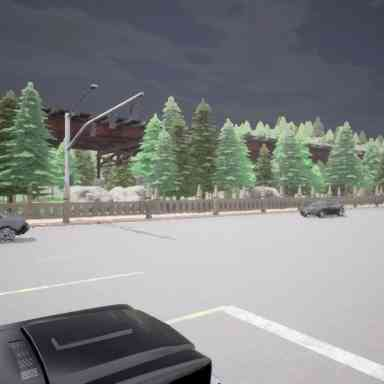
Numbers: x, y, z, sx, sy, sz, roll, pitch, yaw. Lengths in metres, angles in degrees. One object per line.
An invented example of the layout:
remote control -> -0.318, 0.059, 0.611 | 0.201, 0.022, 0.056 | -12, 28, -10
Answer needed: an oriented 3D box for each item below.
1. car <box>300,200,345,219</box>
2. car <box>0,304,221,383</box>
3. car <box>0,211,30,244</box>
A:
car -> 11.588, 1.505, 29.452 | 4.892, 1.490, 1.837 | 0, 0, -35
car -> -2.077, 1.601, 2.284 | 4.718, 1.301, 1.895 | 0, 0, -35
car -> -9.679, 1.492, 14.285 | 4.902, 1.511, 2.128 | 0, 0, -35
